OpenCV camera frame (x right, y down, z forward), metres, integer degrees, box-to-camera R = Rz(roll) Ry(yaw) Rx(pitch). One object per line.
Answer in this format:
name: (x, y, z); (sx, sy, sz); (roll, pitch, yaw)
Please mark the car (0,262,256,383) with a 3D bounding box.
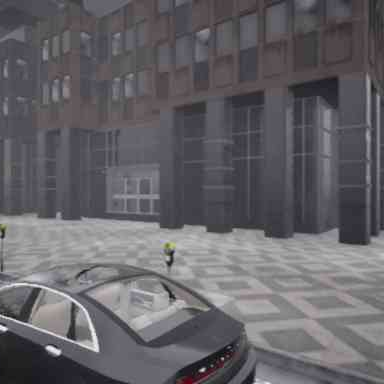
car: (-1.428, 1.552, 3.982); (4.403, 1.369, 2.008); (0, 0, 35)
